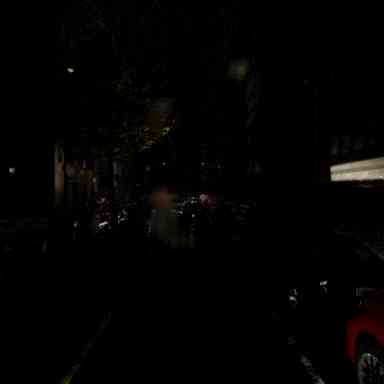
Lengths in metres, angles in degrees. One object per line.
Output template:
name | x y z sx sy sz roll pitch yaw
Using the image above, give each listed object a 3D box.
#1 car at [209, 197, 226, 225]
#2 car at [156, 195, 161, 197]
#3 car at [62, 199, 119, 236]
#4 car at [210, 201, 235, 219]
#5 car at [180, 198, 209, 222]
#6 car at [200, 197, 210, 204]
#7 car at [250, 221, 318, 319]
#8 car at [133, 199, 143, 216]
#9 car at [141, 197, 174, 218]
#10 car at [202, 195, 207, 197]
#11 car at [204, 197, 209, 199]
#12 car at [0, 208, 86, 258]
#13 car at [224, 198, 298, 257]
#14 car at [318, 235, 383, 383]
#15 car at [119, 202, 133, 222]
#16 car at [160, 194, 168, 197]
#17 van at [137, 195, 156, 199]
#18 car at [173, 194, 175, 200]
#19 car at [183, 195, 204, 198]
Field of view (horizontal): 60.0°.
car | 2.668 1.320 24.108 2.192 1.841 5.009 0 0 0
car | -5.860 1.482 46.675 1.967 1.590 4.097 0 0 0
car | -5.857 1.319 18.477 2.192 1.841 5.009 0 0 0
car | 2.667 1.534 29.916 1.752 1.417 4.829 0 0 0
car | 0.098 1.497 26.434 2.128 1.511 4.902 0 0 0
car | 2.664 1.662 69.218 1.947 1.339 4.313 0 0 0
car | 2.668 1.567 7.190 1.947 1.339 4.313 0 0 0
car | -5.858 1.590 29.755 1.802 1.307 4.206 0 0 0
car | -3.100 1.501 30.569 2.128 1.511 4.902 0 0 0
car | 2.665 1.600 52.301 1.887 1.381 4.507 0 0 0
car | 2.665 1.611 41.023 1.802 1.307 4.206 0 0 0
car | -5.858 1.547 12.837 1.887 1.381 4.507 0 0 0
car | 2.668 1.317 12.830 2.192 1.841 5.009 0 0 0
car | 2.669 1.315 1.553 2.192 1.841 5.009 0 0 0
car | -5.858 1.571 24.118 1.947 1.339 4.313 0 0 0
car | -5.861 1.383 57.954 2.192 1.841 5.009 0 0 0
van | -5.860 1.370 41.035 1.690 1.788 3.998 0 0 0
car | -5.862 1.575 80.511 1.967 1.590 4.097 0 0 0
car | 0.098 1.528 44.338 2.128 1.511 4.902 0 0 0
